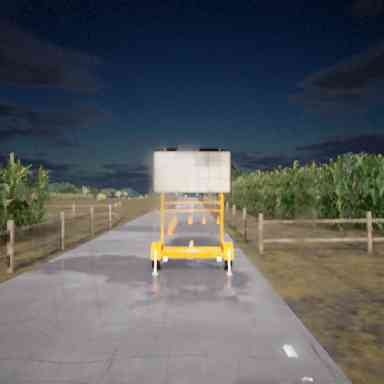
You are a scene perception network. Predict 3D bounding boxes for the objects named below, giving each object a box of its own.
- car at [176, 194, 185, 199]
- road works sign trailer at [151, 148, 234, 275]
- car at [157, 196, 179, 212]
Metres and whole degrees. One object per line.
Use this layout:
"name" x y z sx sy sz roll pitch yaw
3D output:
"car" -2.705 1.091 79.222 2.097 1.767 4.553 0 0 0
"road works sign trailer" 0.007 0.447 10.345 2.380 3.560 2.880 0 0 0
"car" -2.829 1.490 38.615 1.837 1.490 4.892 0 0 0
